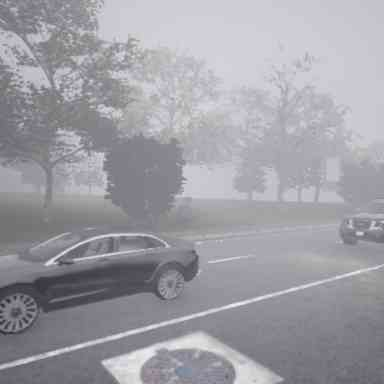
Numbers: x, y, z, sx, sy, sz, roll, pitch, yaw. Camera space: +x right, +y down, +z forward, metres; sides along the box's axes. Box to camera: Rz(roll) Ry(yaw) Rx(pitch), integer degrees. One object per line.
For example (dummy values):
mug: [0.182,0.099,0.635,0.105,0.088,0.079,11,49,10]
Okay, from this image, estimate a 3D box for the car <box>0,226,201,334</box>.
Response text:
car: [-2.087,1.501,6.830,4.902,1.511,2.128,0,0,-36]

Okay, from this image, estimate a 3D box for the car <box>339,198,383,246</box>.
car: [8.843,1.293,14.739,5.566,2.045,2.150,0,0,-36]
